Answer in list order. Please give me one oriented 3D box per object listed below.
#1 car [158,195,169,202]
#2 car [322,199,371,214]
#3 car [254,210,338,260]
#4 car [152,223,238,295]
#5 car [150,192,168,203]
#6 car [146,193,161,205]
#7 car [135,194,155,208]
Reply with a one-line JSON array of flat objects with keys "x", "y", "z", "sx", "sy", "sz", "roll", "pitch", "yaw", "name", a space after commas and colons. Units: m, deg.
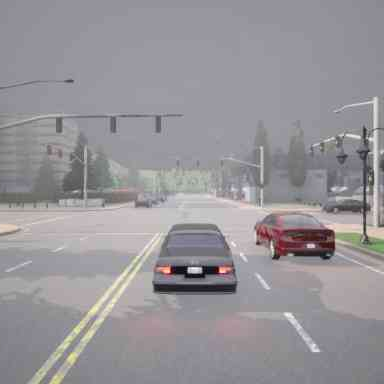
[{"x": -6.839, "y": 1.540, "z": 79.853, "sx": 2.033, "sy": 1.411, "sz": 5.357, "roll": 0, "pitch": 0, "yaw": 0, "name": "car"}, {"x": 16.256, "y": 1.505, "z": 35.146, "sx": 4.892, "sy": 1.490, "sz": 1.837, "roll": 0, "pitch": 0, "yaw": -1, "name": "car"}, {"x": 3.605, "y": 1.478, "z": 12.507, "sx": 1.882, "sy": 1.535, "sz": 5.008, "roll": 0, "pitch": 0, "yaw": 0, "name": "car"}, {"x": 0.078, "y": 1.547, "z": 8.887, "sx": 2.033, "sy": 1.411, "sz": 5.357, "roll": 0, "pitch": 0, "yaw": 1, "name": "car"}, {"x": -6.863, "y": 1.223, "z": 68.760, "sx": 2.150, "sy": 2.045, "sz": 5.566, "roll": 0, "pitch": 0, "yaw": 0, "name": "car"}, {"x": -6.947, "y": 1.477, "z": 57.672, "sx": 1.882, "sy": 1.535, "sz": 5.008, "roll": 0, "pitch": 0, "yaw": 0, "name": "car"}, {"x": -6.981, "y": 1.477, "z": 48.096, "sx": 1.882, "sy": 1.535, "sz": 5.008, "roll": 0, "pitch": 0, "yaw": 0, "name": "car"}]
